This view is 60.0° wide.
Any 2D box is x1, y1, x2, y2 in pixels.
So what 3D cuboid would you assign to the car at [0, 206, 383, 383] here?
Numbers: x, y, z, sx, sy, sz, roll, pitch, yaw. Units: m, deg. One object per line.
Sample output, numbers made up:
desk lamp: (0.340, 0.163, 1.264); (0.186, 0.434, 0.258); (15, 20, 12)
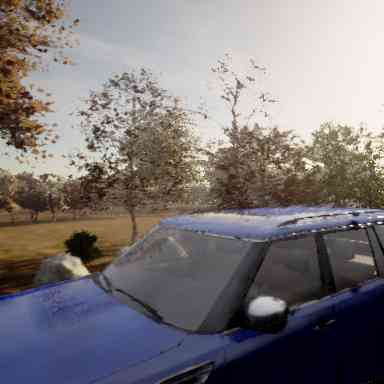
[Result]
car: (0.507, 1.216, 3.469); (5.566, 2.045, 2.150); (0, 0, -35)
